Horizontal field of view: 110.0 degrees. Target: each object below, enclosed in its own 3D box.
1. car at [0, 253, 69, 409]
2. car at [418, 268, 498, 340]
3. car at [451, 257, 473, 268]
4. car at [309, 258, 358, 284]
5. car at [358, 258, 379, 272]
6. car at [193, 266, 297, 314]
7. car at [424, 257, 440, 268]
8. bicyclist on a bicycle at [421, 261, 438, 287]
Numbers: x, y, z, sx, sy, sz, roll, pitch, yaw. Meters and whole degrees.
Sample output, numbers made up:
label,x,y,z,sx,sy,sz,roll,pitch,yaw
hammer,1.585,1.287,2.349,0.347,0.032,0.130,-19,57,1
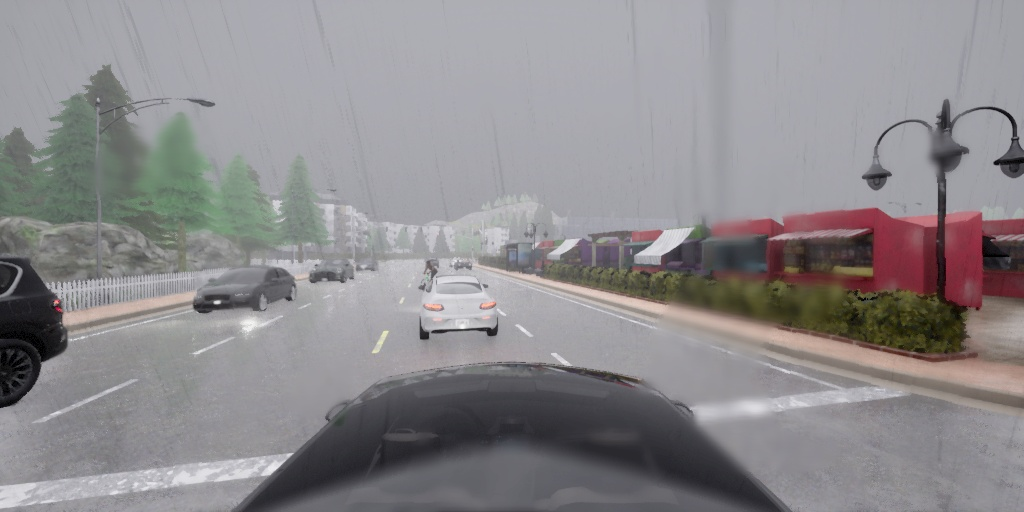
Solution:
label,x,y,z,sx,sy,sz,roll,pitch,yaw
car,-7.236,0.969,2.919,2.150,2.045,5.566,0,1,-13
car,-1.560,1.225,9.848,1.812,1.442,4.674,0,0,-13
car,-6.014,1.049,43.798,1.895,1.301,4.718,0,0,-13
car,-12.572,0.936,25.246,2.097,1.767,4.553,0,0,-13
car,-15.930,0.969,39.528,2.128,1.511,4.902,0,0,-13
car,-9.786,1.174,13.576,1.837,1.490,4.892,0,1,-13
car,-11.309,0.900,50.810,1.837,1.490,4.892,0,0,-13
bicyclist on a bicycle,-4.483,1.079,19.671,0.582,1.620,1.656,0,1,24
